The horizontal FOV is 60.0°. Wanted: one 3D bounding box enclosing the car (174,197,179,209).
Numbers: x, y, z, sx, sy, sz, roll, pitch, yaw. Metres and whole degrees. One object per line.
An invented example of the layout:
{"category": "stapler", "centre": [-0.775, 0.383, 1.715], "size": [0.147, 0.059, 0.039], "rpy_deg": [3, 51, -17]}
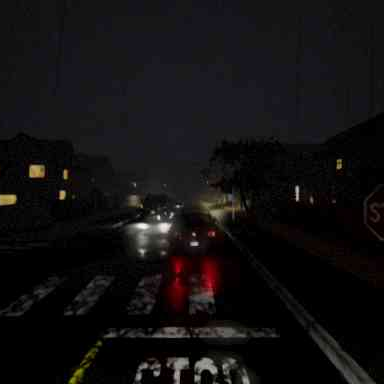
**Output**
{"category": "car", "centre": [-2.897, 1.456, 37.693], "size": [2.033, 1.411, 5.357], "rpy_deg": [0, 0, 0]}

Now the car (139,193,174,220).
{"category": "car", "centre": [-2.886, 1.145, 27.217], "size": [2.150, 2.045, 5.566], "rpy_deg": [0, 0, 0]}

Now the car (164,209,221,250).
{"category": "car", "centre": [0.080, 1.566, 13.988], "size": [1.895, 1.301, 4.718], "rpy_deg": [-2, -1, 0]}
